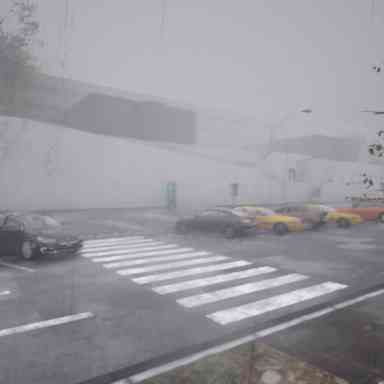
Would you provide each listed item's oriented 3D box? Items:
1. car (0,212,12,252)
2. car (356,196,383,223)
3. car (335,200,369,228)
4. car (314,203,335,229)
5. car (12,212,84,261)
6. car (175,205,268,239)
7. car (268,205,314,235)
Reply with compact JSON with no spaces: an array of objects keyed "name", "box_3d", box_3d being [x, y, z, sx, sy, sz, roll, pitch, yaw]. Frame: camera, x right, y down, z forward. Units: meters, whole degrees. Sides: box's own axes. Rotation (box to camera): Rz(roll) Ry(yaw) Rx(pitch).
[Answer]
[{"name":"car","box_3d":[-8.499,1.243,10.610,5.566,2.045,2.435,-1,-1,35]},{"name":"car","box_3d":[13.421,1.441,26.145,4.553,1.767,2.185,-1,-1,35]},{"name":"car","box_3d":[8.691,1.541,22.598,5.366,1.575,1.946,-1,-1,35]},{"name":"car","box_3d":[6.081,1.562,20.985,4.792,1.488,2.163,-1,-1,35]},{"name":"car","box_3d":[-6.043,1.496,12.335,4.892,1.521,2.231,-1,-1,34]},{"name":"car","box_3d":[1.249,1.550,17.508,4.674,1.452,2.002,-1,-1,35]},{"name":"car","box_3d":[3.831,1.514,19.139,5.366,1.575,1.946,-1,-1,35]}]
